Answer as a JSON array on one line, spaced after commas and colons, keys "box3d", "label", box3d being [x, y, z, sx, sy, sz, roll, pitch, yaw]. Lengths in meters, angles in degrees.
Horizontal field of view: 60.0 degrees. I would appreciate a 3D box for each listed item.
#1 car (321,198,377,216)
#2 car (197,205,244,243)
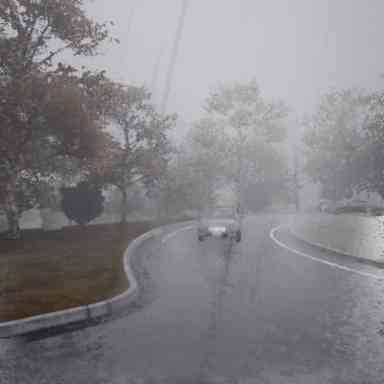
[{"box3d": [13.900, 1.303, 29.548, 4.902, 1.511, 2.128, 0, 0, -10], "label": "car"}, {"box3d": [1.416, 1.416, 15.828, 2.128, 1.511, 4.902, 0, 0, 10], "label": "car"}]
